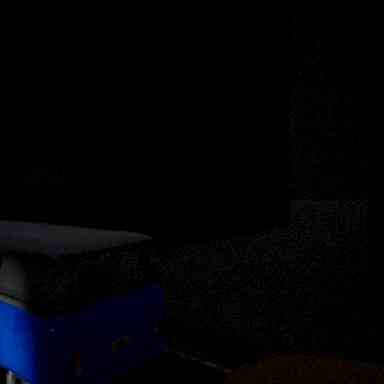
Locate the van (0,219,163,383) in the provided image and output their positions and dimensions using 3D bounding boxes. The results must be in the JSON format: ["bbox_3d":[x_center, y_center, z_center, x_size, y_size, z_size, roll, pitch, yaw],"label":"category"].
[{"bbox_3d":[-2.248,1.337,4.550,3.998,1.788,1.690,0,1,35],"label":"van"}]

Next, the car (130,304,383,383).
[{"bbox_3d":[2.097,1.527,1.456,4.829,1.417,1.752,0,1,35],"label":"car"}]
